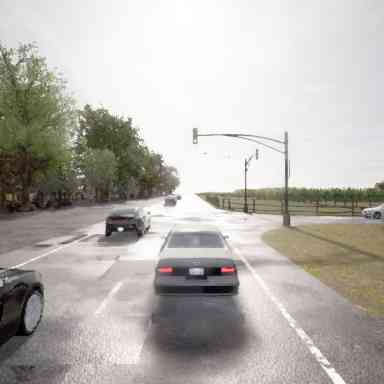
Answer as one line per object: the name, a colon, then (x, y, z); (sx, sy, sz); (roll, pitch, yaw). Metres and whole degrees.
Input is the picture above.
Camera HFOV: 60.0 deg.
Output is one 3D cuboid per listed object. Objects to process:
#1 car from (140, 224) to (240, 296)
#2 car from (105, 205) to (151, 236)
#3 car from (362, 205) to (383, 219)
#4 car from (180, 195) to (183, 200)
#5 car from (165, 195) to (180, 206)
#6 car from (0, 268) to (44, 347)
car: (0.081, 1.550, 8.804); (2.033, 1.411, 5.357); (0, 0, 0)
car: (-3.441, 1.511, 18.401); (1.837, 1.490, 4.892); (0, 0, 0)
car: (18.618, 1.787, 31.461); (4.674, 1.442, 1.812); (1, -1, 0)
car: (-3.711, 1.501, 91.617); (1.837, 1.490, 4.892); (0, 0, 0)
car: (-3.529, 1.484, 55.881); (1.882, 1.535, 5.008); (0, 0, 0)
car: (-3.409, 1.479, 3.604); (1.882, 1.535, 5.008); (0, 0, 0)
